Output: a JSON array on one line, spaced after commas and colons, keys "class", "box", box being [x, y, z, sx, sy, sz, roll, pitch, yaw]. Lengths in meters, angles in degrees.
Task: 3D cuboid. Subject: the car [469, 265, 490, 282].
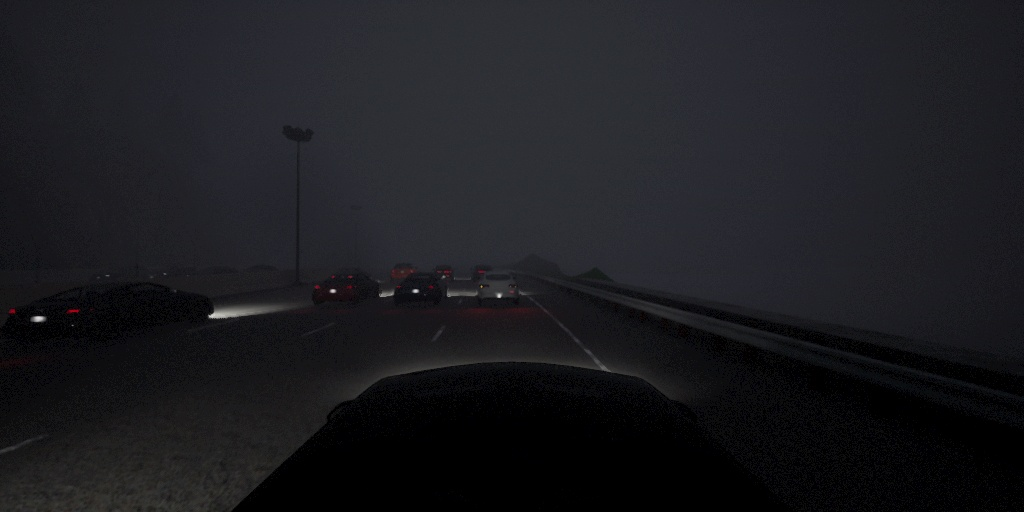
[{"class": "car", "box": [-2.817, 1.568, 33.483, 1.837, 1.490, 4.892, 0, -1, -10]}]

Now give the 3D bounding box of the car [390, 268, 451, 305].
[{"class": "car", "box": [-4.230, 1.470, 17.079, 1.994, 1.385, 4.181, 0, -1, -5]}]

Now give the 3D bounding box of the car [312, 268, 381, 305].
[{"class": "car", "box": [-7.739, 1.475, 17.136, 1.994, 1.385, 4.181, 0, -1, -5]}]

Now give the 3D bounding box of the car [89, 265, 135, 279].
[{"class": "car", "box": [-34.756, 1.599, 32.093, 1.837, 1.490, 4.892, 0, -1, -11]}]

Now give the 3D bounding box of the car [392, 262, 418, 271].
[{"class": "car", "box": [-9.880, 1.423, 33.252, 2.097, 1.767, 4.553, 0, -1, -10]}]

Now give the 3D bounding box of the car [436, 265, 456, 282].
[{"class": "car", "box": [-6.377, 1.573, 33.536, 1.837, 1.490, 4.892, 0, -1, -10]}]

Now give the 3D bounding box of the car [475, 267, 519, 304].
[{"class": "car", "box": [-0.731, 1.427, 17.177, 1.812, 1.442, 4.674, 0, -1, -5]}]

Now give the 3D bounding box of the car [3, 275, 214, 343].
[{"class": "car", "box": [-10.744, 1.410, 10.066, 1.994, 1.385, 4.181, 0, -1, -3]}]

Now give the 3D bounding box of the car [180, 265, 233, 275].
[{"class": "car", "box": [-27.911, 1.646, 33.690, 2.033, 1.411, 5.357, 0, -1, -11]}]

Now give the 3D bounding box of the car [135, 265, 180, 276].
[{"class": "car", "box": [-31.408, 1.591, 33.187, 2.128, 1.511, 4.902, 0, -1, -11]}]

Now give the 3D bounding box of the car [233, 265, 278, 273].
[{"class": "car", "box": [-24.633, 1.612, 35.008, 1.837, 1.490, 4.892, 0, -1, -12]}]
